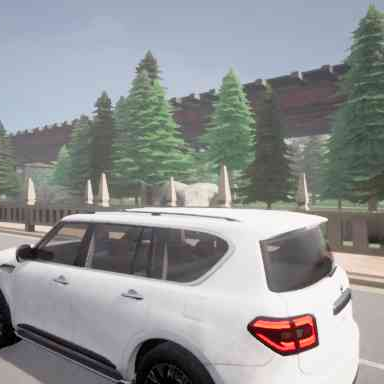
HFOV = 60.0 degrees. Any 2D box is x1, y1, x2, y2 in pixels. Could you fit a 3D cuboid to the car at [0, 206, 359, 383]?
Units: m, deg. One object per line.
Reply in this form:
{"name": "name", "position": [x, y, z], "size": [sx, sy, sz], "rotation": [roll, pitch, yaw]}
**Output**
{"name": "car", "position": [-0.805, 1.221, 4.585], "size": [5.566, 2.045, 2.150], "rotation": [0, 0, 36]}
